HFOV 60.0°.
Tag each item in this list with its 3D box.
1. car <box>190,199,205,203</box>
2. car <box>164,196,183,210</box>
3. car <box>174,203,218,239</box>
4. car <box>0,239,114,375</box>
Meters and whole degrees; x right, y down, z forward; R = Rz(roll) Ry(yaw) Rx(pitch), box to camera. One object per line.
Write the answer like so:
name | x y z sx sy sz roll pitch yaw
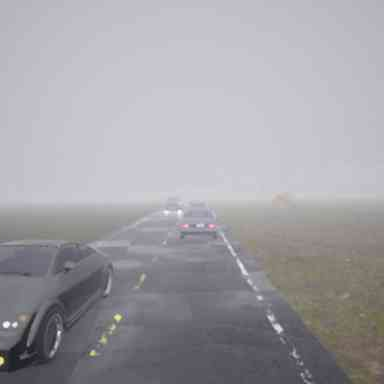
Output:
car | 0.511 1.453 32.605 2.128 1.511 4.902 0 0 1
car | -2.250 1.298 41.344 2.097 1.767 4.553 0 0 1
car | 0.315 1.526 17.142 2.033 1.411 5.357 0 0 0
car | -2.769 1.555 5.691 1.994 1.385 4.181 0 0 2
